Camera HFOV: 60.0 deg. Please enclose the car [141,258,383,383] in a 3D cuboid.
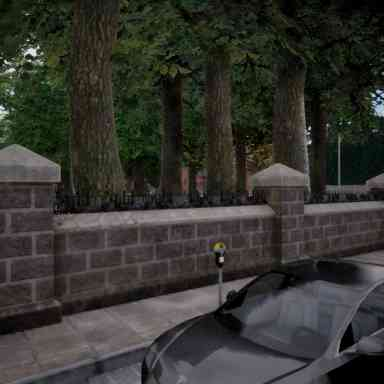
[{"bbox_3d":[1.521,1.567,3.905,4.313,1.339,1.947,0,-1,-36],"label":"car"}]
